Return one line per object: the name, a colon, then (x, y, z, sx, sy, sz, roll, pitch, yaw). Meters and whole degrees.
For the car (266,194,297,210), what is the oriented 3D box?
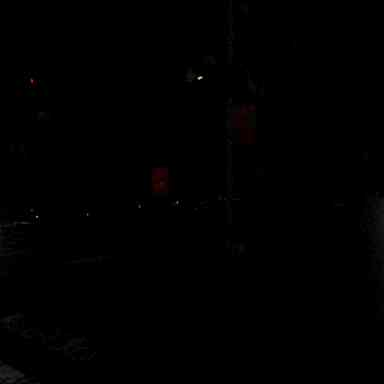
car: (8.689, 0.931, 32.152, 1.837, 1.490, 4.892, 0, 1, 35)

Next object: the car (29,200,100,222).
car: (-9.096, 1.303, 24.022, 1.895, 1.301, 4.718, 0, 1, 35)

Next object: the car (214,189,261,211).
car: (4.684, 0.682, 32.086, 2.150, 2.045, 5.566, 0, 1, 35)

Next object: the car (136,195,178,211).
car: (-3.356, 1.017, 32.261, 2.128, 1.511, 4.902, 0, 1, 35)

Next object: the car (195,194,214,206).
car: (2.373, 0.955, 40.476, 1.895, 1.301, 4.718, 0, 1, 35)
